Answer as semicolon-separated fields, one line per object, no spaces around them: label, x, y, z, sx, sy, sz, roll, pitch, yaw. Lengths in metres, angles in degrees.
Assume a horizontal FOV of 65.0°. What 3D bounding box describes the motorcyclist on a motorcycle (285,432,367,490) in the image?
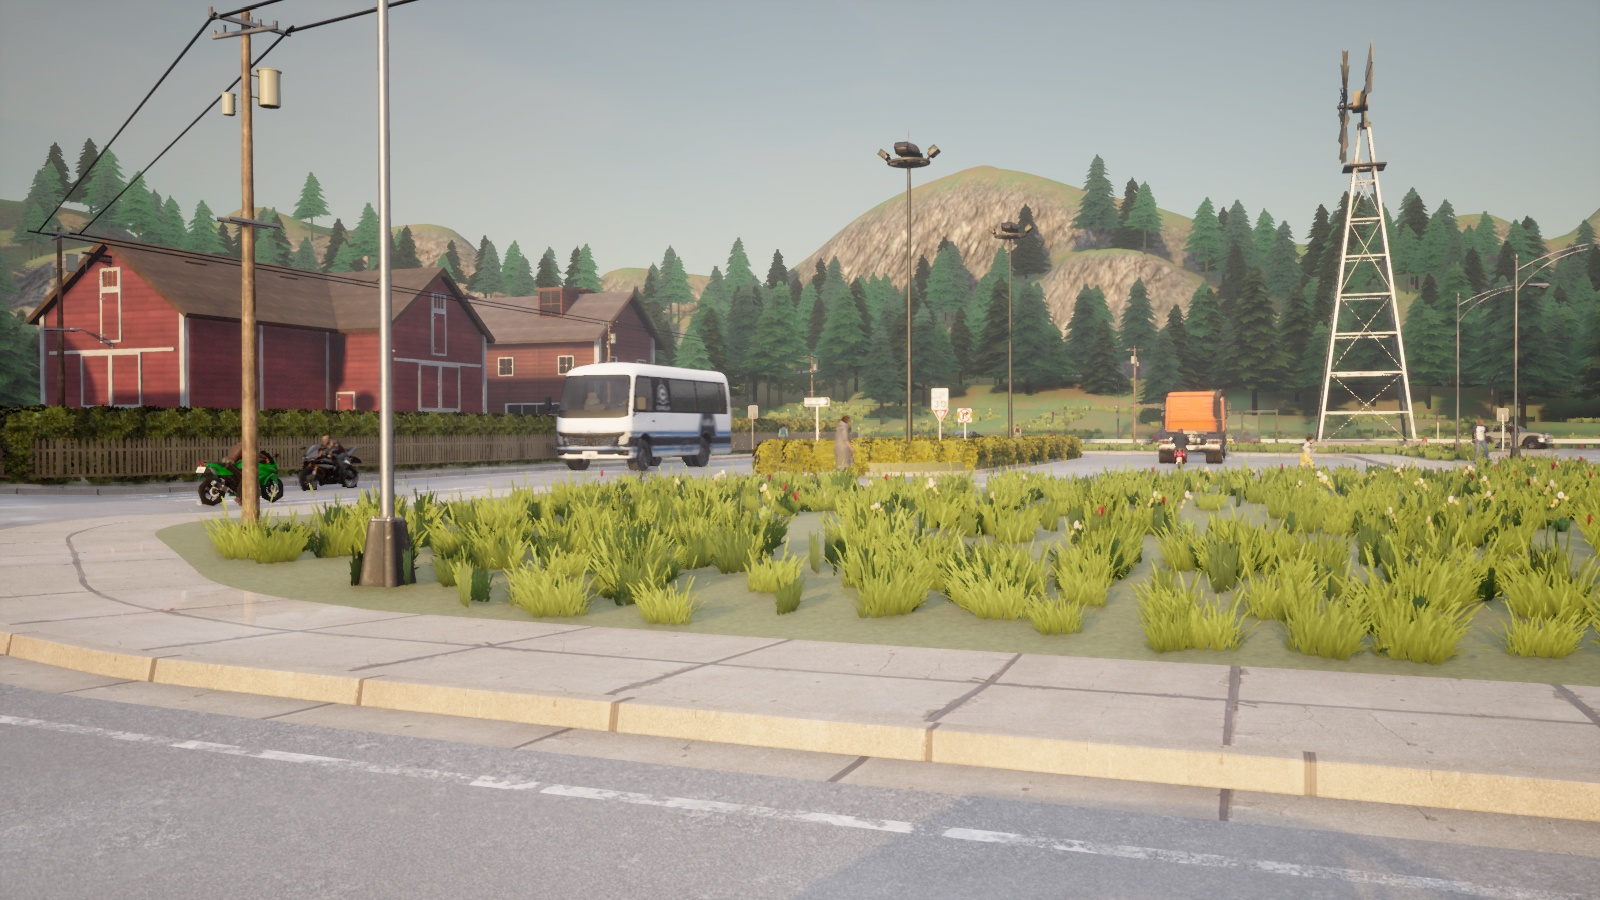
motorcyclist on a motorcycle;-12.791;0.270;33.959;0.866;1.530;2.191;0;1;20

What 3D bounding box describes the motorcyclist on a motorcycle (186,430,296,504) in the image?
motorcyclist on a motorcycle;-12.000;0.330;27.034;0.797;1.523;2.044;1;1;34

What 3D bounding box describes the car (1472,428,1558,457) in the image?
car;47.852;-0.524;84.132;1.932;1.855;4.605;1;0;-42

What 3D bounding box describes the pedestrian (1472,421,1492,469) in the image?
pedestrian;26.089;-0.185;48.045;0.354;1.836;0.706;0;1;-3

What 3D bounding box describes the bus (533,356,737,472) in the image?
bus;-6.419;-1.396;51.354;3.944;4.253;10.273;1;1;20

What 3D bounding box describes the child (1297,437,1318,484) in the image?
child;13.736;0.269;33.973;0.437;1.263;0.270;0;1;-7

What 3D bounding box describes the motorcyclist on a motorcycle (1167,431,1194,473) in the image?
motorcyclist on a motorcycle;14.824;0.053;48.900;0.866;1.590;1.817;1;1;20

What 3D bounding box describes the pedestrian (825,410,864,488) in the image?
pedestrian;1.130;-0.024;31.859;0.873;1.952;0.659;0;1;-10

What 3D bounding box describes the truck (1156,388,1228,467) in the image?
truck;18.592;-1.035;59.299;2.891;3.462;7.936;1;1;20
